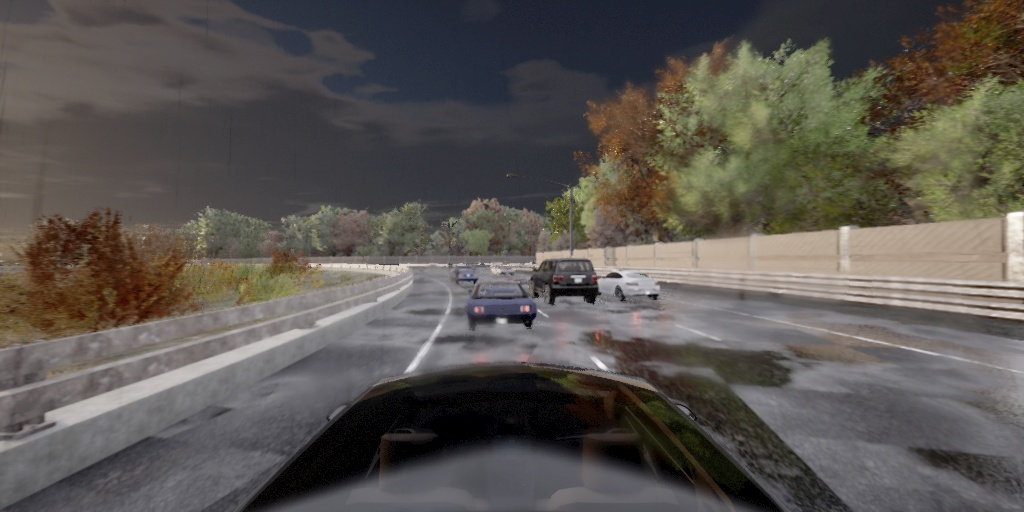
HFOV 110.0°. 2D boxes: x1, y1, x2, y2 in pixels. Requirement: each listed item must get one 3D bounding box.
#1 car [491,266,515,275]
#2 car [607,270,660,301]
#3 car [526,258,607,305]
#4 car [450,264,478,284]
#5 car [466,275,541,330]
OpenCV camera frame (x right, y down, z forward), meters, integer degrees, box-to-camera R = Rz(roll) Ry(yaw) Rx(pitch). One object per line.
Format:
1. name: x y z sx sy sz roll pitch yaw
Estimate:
1. car: -1.241 1.833 44.483 1.895 1.301 4.718 0 -1 -18
2. car: 5.712 1.419 18.205 1.812 1.442 4.674 0 -1 -8
3. car: 2.344 1.129 17.358 2.150 2.045 5.566 0 -1 -8
4. car: -4.199 1.650 31.010 2.033 1.411 5.357 0 -1 -17
5. car: -0.471 1.465 11.697 1.895 1.301 4.718 0 -1 -6
